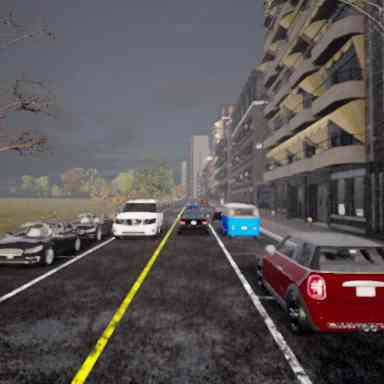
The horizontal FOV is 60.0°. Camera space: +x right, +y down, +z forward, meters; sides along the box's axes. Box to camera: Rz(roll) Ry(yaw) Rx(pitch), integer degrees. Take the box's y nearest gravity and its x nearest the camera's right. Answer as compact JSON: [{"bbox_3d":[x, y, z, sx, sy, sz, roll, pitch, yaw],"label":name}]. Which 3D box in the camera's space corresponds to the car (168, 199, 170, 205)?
[{"bbox_3d":[-5.350,2.207,57.148,1.887,1.381,4.507,1,-1,0],"label":"car"}]

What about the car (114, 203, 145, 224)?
[{"bbox_3d":[-5.327,1.773,28.881,1.967,1.590,4.097,1,-1,0],"label":"car"}]

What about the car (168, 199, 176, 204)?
[{"bbox_3d":[-5.376,2.615,91.069,2.008,1.369,4.403,1,-1,0],"label":"car"}]

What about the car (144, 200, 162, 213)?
[{"bbox_3d":[-5.340,1.970,45.842,1.967,1.590,4.097,1,-1,0],"label":"car"}]

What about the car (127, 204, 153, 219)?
[{"bbox_3d":[-5.333,1.964,34.533,1.947,1.339,4.313,1,-1,0],"label":"car"}]

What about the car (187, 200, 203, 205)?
[{"bbox_3d":[0.079,2.005,41.502,1.812,1.442,4.674,0,-1,0],"label":"car"}]

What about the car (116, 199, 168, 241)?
[{"bbox_3d":[-2.772,1.434,18.428,2.150,2.045,5.566,0,-1,0],"label":"car"}]

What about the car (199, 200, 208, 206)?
[{"bbox_3d":[2.517,2.414,74.787,1.887,1.381,4.507,1,-1,0],"label":"car"}]

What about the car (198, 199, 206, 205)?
[{"bbox_3d":[2.508,2.570,86.108,1.947,1.339,4.313,1,-1,0],"label":"car"}]

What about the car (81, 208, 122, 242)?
[{"bbox_3d":[-5.320,1.753,17.572,2.008,1.369,4.403,1,-1,0],"label":"car"}]

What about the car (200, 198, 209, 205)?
[{"bbox_3d":[2.524,2.117,69.129,2.192,1.841,5.009,1,-1,0],"label":"car"}]

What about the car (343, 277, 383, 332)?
[{"bbox_3d":[2.573,1.566,1.199,2.008,1.369,4.403,1,-1,0],"label":"car"}]

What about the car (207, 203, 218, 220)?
[{"bbox_3d":[2.551,1.906,29.502,1.947,1.339,4.313,1,-1,0],"label":"car"}]

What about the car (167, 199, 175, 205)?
[{"bbox_3d":[-5.371,2.541,85.416,1.887,1.381,4.507,1,-1,0],"label":"car"}]

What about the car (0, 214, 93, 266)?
[{"bbox_3d":[-5.316,1.689,11.919,2.008,1.369,4.403,1,-1,0],"label":"car"}]

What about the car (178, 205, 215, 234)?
[{"bbox_3d":[0.086,1.787,20.820,2.033,1.411,5.357,0,-1,0],"label":"car"}]

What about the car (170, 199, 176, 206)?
[{"bbox_3d":[-5.363,2.412,74.108,2.008,1.369,4.403,1,-1,0],"label":"car"}]

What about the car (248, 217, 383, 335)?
[{"bbox_3d":[2.570,1.520,6.861,1.967,1.590,4.097,1,-1,0],"label":"car"}]

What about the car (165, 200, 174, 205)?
[{"bbox_3d":[-5.367,2.511,79.762,1.802,1.307,4.206,1,-1,0],"label":"car"}]

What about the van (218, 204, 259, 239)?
[{"bbox_3d":[2.562,1.551,18.183,1.690,1.788,3.998,1,-1,0],"label":"van"}]
